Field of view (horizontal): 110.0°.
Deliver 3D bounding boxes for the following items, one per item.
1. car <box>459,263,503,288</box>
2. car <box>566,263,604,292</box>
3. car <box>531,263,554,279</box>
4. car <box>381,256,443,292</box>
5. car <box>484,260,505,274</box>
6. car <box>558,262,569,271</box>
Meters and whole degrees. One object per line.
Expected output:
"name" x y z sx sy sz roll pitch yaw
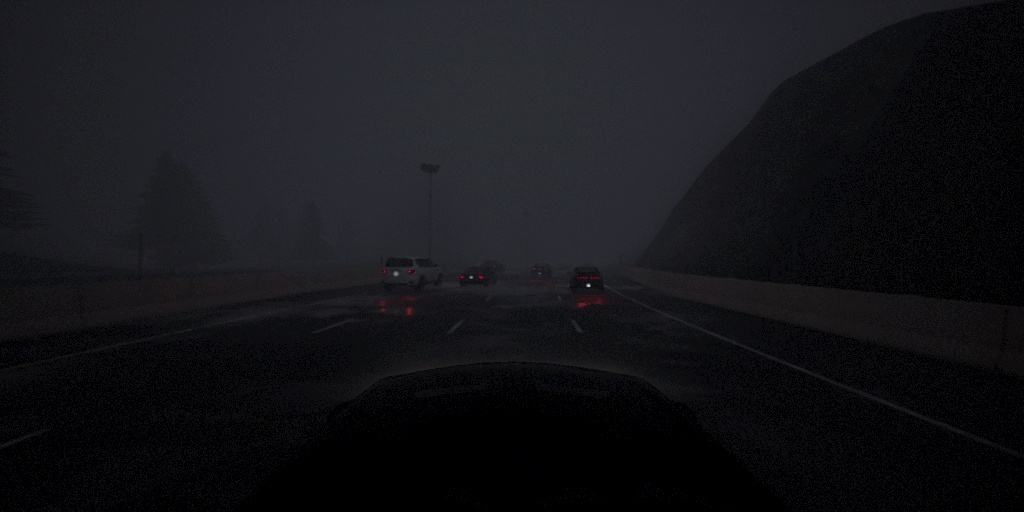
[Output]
"car" -2.257 1.418 25.355 2.033 1.411 5.357 0 0 8
"car" 4.621 1.411 22.649 1.837 1.490 4.892 -1 0 7
"car" 3.118 1.466 36.439 2.128 1.511 4.902 0 0 11
"car" -6.050 1.048 22.357 2.150 2.045 5.566 0 0 7
"car" -2.335 1.332 44.349 2.097 1.767 4.553 0 0 13
"car" 8.846 1.674 59.271 1.812 1.442 4.674 0 0 19
